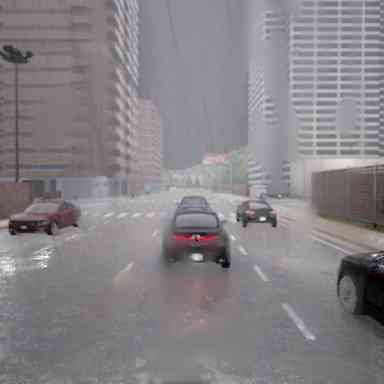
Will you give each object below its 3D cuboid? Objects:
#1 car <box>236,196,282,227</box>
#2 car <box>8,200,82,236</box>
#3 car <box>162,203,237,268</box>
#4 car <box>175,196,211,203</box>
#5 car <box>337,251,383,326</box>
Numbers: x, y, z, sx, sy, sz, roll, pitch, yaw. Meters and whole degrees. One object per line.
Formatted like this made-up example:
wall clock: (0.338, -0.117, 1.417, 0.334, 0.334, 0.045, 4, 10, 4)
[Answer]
car: (3.644, 1.164, 19.242, 1.812, 1.442, 4.674, 0, 1, 1)
car: (-7.018, 1.168, 16.399, 1.882, 1.535, 5.008, 0, 1, 0)
car: (0.114, 1.305, 10.513, 1.837, 1.490, 4.892, 0, 1, 0)
car: (0.087, 0.983, 19.575, 2.097, 1.767, 4.553, 0, 1, -1)
car: (3.615, 1.410, 4.299, 2.128, 1.511, 4.902, 0, 1, 0)
